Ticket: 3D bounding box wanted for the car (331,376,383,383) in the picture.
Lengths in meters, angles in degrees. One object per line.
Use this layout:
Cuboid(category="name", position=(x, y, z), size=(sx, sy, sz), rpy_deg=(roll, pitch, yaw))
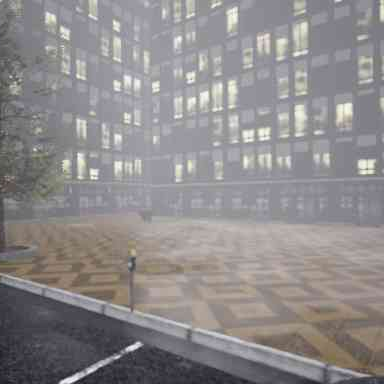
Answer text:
Cuboid(category="car", position=(2.470, 1.539, 1.079), size=(4.403, 1.369, 2.008), rpy_deg=(-1, -1, 36))
